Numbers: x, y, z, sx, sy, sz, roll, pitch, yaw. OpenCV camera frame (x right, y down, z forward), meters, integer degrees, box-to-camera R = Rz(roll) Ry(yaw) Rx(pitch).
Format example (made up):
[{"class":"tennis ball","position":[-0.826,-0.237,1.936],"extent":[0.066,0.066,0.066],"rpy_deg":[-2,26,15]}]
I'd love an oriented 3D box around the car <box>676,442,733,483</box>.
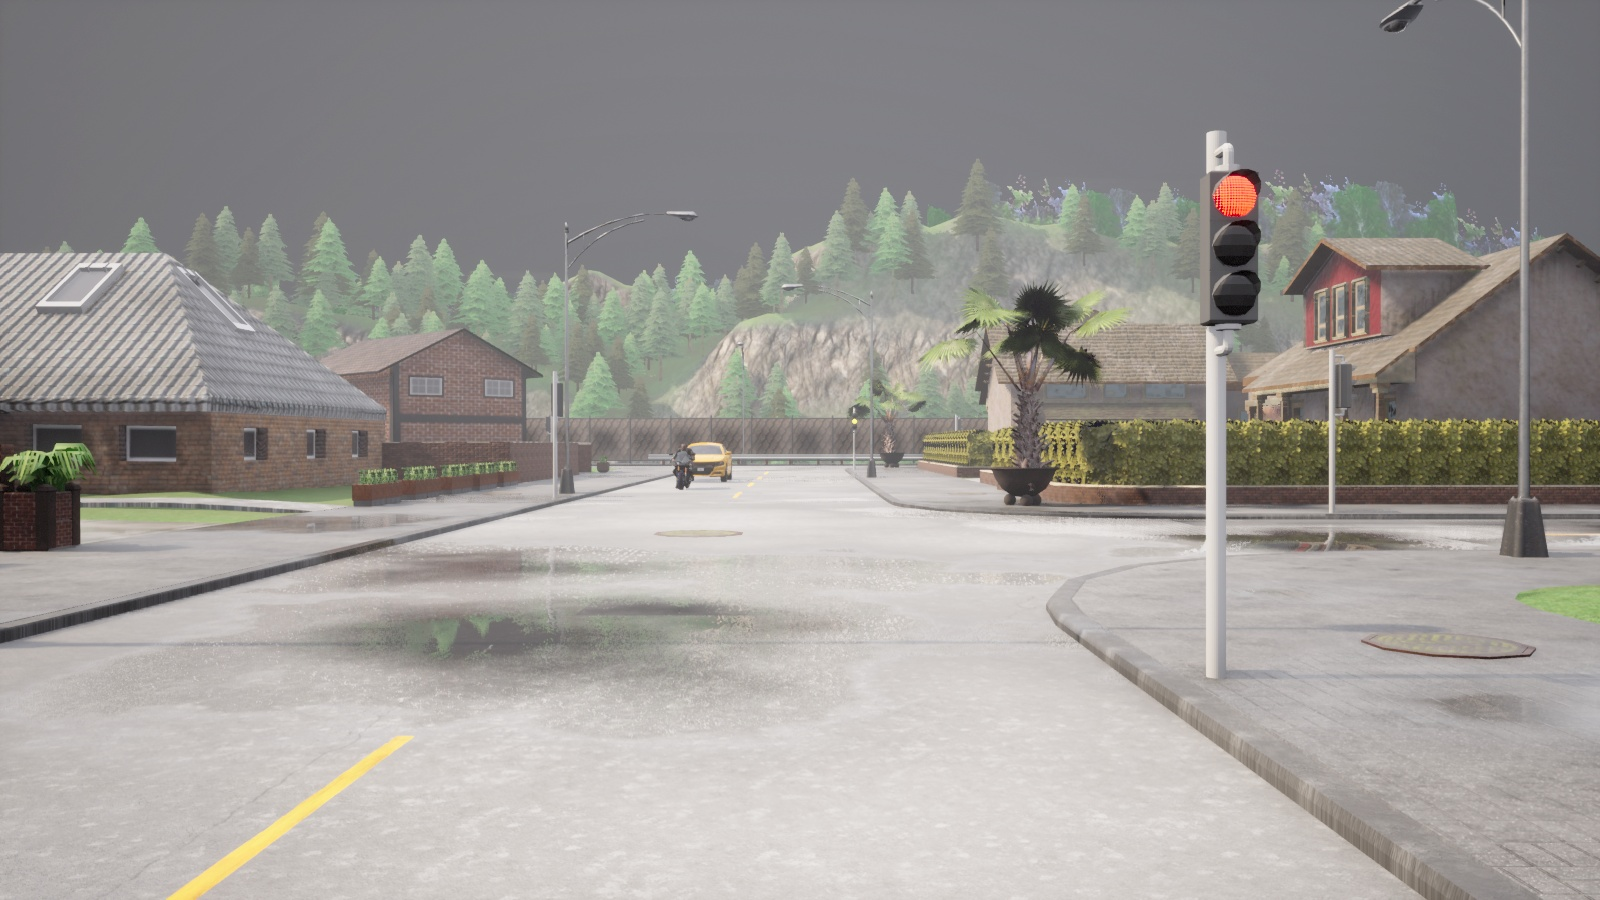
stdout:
[{"class":"car","position":[-3.719,0.441,49.599],"extent":[1.882,1.535,5.008],"rpy_deg":[0,0,0]}]

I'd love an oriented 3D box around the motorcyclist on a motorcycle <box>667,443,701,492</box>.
[{"class":"motorcyclist on a motorcycle","position":[-3.750,0.549,40.694],"extent":[0.866,1.530,2.191],"rpy_deg":[0,0,1]}]
